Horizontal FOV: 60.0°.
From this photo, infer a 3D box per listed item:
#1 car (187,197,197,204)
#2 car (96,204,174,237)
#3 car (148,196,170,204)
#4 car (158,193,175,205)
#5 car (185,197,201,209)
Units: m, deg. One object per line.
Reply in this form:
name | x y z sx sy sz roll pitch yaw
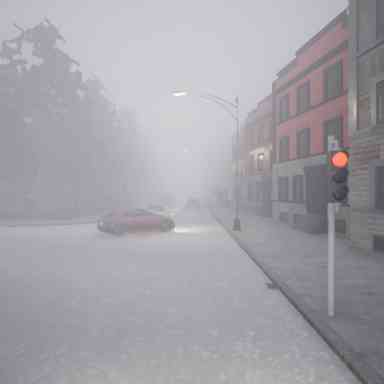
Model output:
car | 0.013 1.771 72.994 1.994 1.385 4.181 0 0 0
car | -3.036 1.564 18.099 4.181 1.385 1.994 0 0 -38
car | -4.094 1.547 39.329 2.033 1.411 5.357 0 0 0
car | -4.087 1.221 49.517 2.150 2.045 5.566 0 0 0
car | 0.110 1.504 45.705 1.837 1.490 4.892 0 0 0
